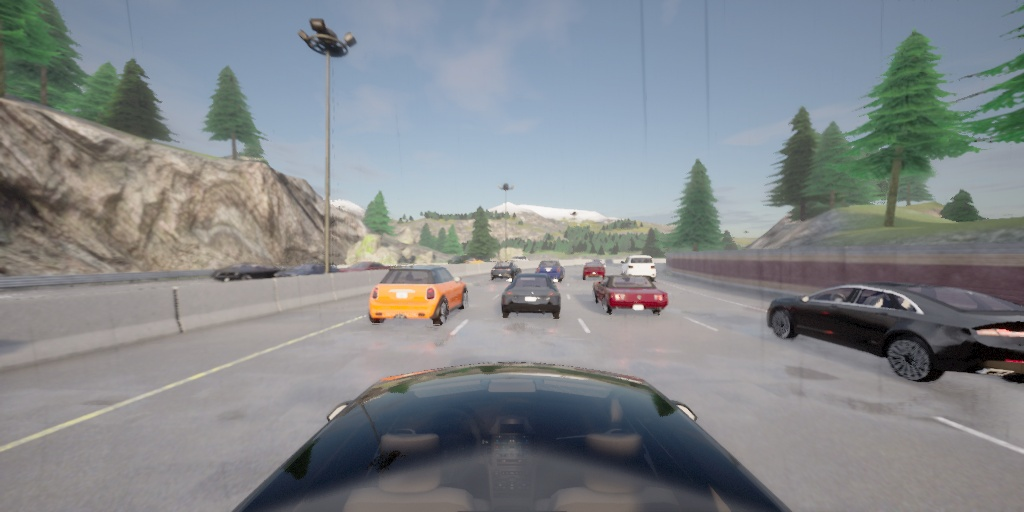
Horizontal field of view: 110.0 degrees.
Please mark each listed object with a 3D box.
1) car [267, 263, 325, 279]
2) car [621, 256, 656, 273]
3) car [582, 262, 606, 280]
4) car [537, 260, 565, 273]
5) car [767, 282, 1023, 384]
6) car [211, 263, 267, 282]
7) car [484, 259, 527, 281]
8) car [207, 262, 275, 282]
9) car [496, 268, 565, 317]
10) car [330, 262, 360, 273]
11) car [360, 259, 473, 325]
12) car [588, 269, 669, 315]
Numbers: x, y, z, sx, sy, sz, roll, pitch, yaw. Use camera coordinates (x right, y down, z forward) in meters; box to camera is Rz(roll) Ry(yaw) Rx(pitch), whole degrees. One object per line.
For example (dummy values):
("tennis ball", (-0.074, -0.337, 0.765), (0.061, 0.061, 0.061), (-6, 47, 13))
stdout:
("car", (-15.289, 1.248, 27.209), (2.033, 1.411, 5.357), (0, 0, 10))
("car", (10.312, 0.993, 29.468), (2.150, 2.045, 5.566), (0, 0, 12))
("car", (7.261, 1.240, 31.665), (1.882, 1.535, 5.008), (0, 0, 13))
("car", (3.198, 1.104, 29.480), (2.097, 1.767, 4.553), (0, 0, 11))
("car", (7.317, 1.261, 7.115), (2.128, 1.511, 4.902), (0, 0, 2))
("car", (-18.942, 1.291, 26.442), (1.895, 1.301, 4.718), (0, 0, 9))
("car", (-0.394, 1.233, 29.436), (2.128, 1.511, 4.902), (0, 0, 11))
("car", (-21.970, 1.245, 29.287), (1.994, 1.385, 4.181), (0, 0, 11))
("car", (0.747, 1.313, 13.183), (1.994, 1.385, 4.181), (0, 0, 5))
("car", (-11.530, 1.188, 28.117), (1.882, 1.535, 5.008), (0, 0, 11))
("car", (-2.866, 1.093, 11.949), (2.097, 1.767, 4.553), (0, 0, 4))
("car", (4.270, 1.360, 13.721), (1.895, 1.301, 4.718), (0, 0, 5))
